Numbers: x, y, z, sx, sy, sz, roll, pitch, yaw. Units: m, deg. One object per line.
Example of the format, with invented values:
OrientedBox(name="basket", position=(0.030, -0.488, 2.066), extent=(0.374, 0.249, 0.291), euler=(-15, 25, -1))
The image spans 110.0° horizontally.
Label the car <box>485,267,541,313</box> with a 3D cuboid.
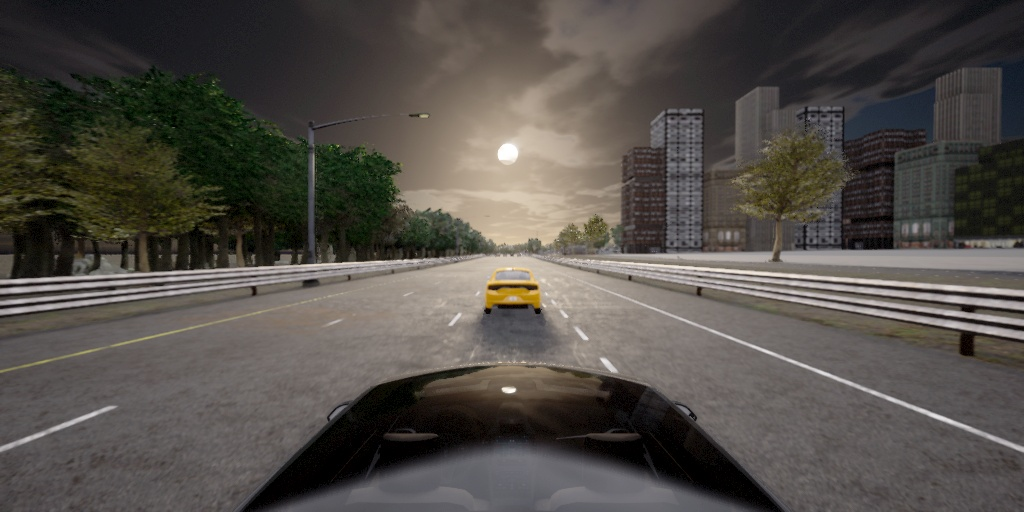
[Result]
OrientedBox(name="car", position=(0.024, 1.163, 13.744), extent=(1.882, 1.535, 5.008), euler=(0, 1, 0))
